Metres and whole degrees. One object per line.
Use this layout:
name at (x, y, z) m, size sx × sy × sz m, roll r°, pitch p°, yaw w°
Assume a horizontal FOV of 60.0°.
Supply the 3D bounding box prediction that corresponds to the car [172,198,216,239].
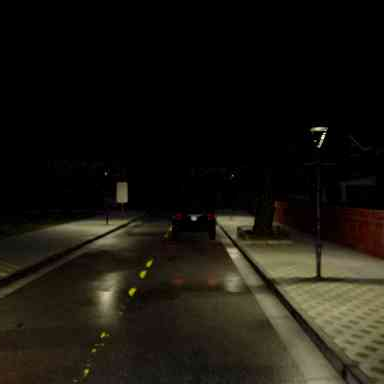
car at (0.100, 1.309, 17.901) m, size 2.150 × 2.045 × 5.566 m, roll 0°, pitch 0°, yaw 0°

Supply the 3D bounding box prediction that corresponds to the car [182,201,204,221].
car at (0.104, 1.646, 30.121) m, size 1.837 × 1.490 × 4.892 m, roll 0°, pitch 0°, yaw 0°
